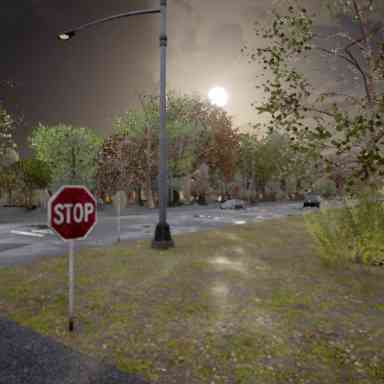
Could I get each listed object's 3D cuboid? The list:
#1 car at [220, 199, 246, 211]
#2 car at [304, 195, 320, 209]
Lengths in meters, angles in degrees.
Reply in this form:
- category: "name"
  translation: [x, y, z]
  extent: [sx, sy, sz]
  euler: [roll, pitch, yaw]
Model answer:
- category: "car"
  translation: [5.517, 1.780, 44.551]
  extent: [1.837, 1.490, 4.892]
  euler: [0, 1, 36]
- category: "car"
  translation: [18.880, 1.504, 51.073]
  extent: [2.150, 2.045, 5.566]
  euler: [0, 0, 36]
